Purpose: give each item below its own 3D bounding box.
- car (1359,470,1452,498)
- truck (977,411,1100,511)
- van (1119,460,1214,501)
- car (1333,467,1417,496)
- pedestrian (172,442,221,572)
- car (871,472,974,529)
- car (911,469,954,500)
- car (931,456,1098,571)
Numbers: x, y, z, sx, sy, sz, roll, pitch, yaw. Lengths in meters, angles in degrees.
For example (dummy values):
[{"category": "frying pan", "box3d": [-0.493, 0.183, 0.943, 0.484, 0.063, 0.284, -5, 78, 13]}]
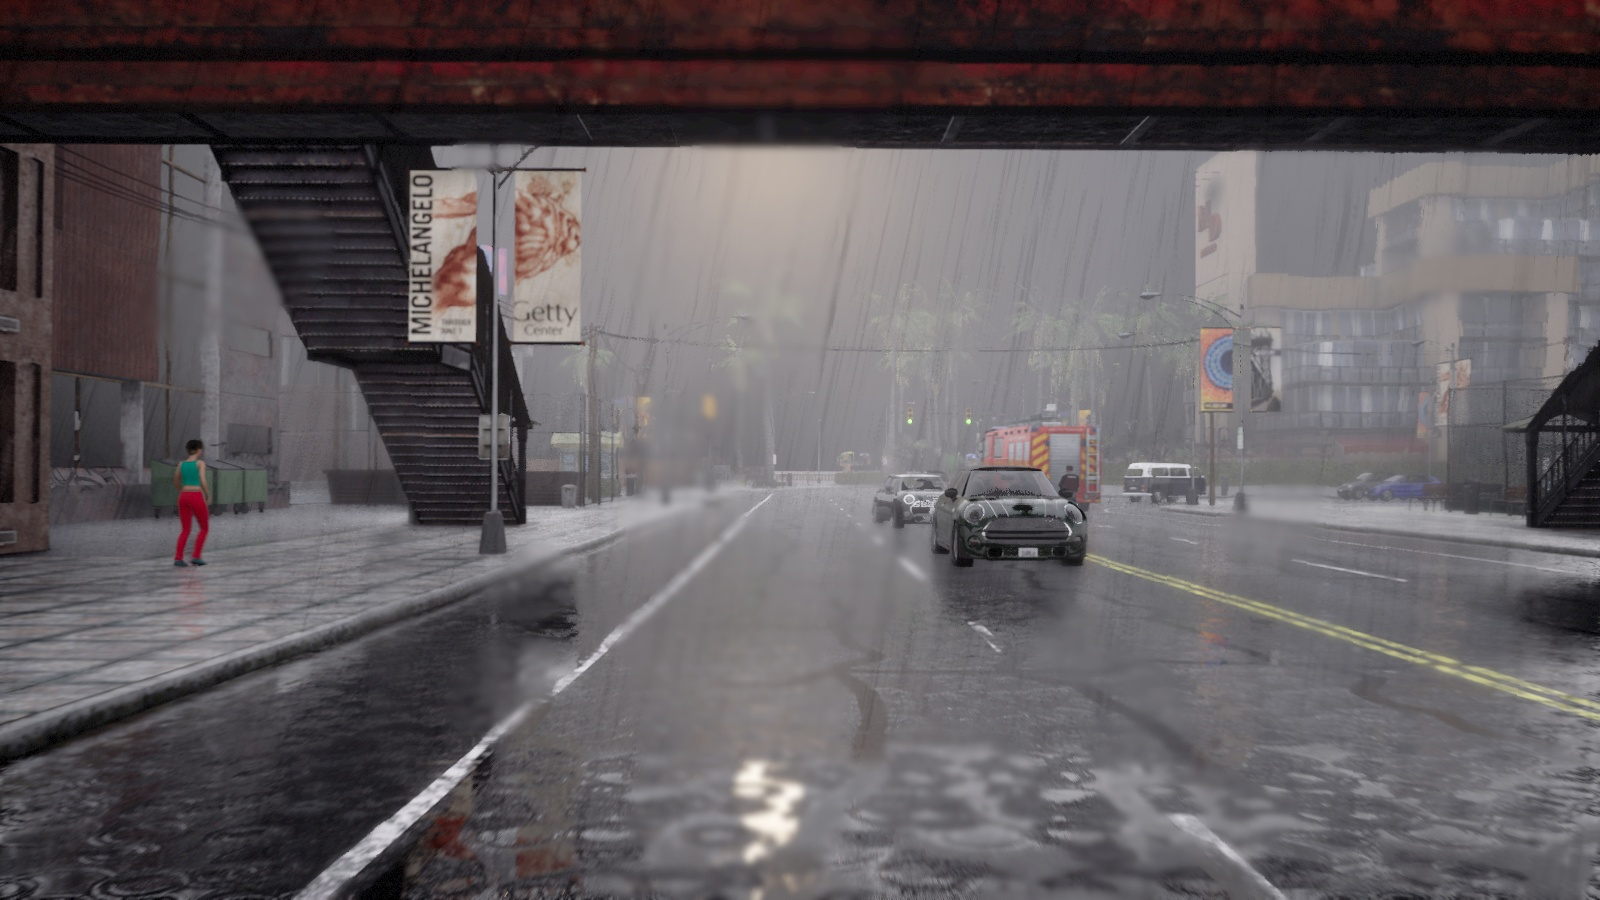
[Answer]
[{"category": "car", "box3d": [33.234, 1.850, 68.990, 4.193, 1.474, 1.816, 0, -1, -1]}, {"category": "truck", "box3d": [9.813, 0.493, 52.715, 2.891, 3.827, 8.468, 0, -1, -5]}, {"category": "van", "box3d": [18.773, 1.540, 64.326, 4.480, 2.038, 2.069, 0, -2, -28]}, {"category": "car", "box3d": [33.176, 1.794, 72.478, 3.988, 1.617, 1.851, 0, -1, -1]}, {"category": "pedestrian", "box3d": [-8.698, 0.809, 18.102, 0.345, 1.836, 0.594, 0, -1, 12]}, {"category": "car", "box3d": [3.315, 1.348, 34.714, 1.970, 1.475, 3.806, 0, -1, -8]}, {"category": "car", "box3d": [6.941, 1.792, 66.104, 1.851, 1.617, 3.988, 0, -1, 0]}, {"category": "car", "box3d": [3.564, 1.024, 21.796, 2.097, 1.767, 4.553, 0, -1, 0]}]
